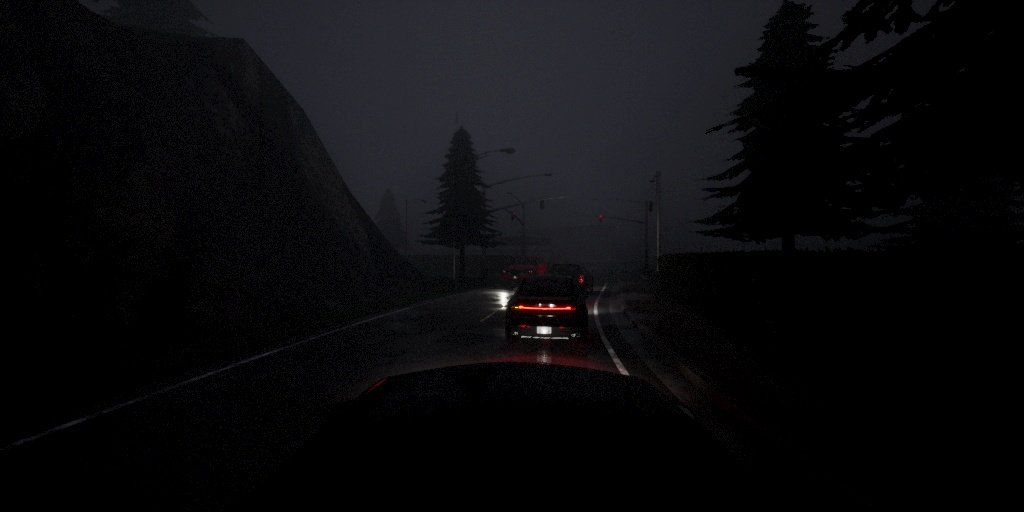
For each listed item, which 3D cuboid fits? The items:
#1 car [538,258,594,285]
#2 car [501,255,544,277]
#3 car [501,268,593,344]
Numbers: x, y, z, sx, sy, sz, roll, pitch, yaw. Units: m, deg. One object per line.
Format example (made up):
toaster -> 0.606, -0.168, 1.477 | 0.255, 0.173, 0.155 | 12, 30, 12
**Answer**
car -> 3.024, 1.102, 18.569 | 2.097, 1.767, 4.553 | 0, 0, 17
car -> 1.000, 0.967, 24.774 | 2.150, 2.045, 5.566 | 0, 0, 17
car -> 1.021, 1.255, 9.648 | 1.837, 1.490, 4.892 | 0, 0, 9
